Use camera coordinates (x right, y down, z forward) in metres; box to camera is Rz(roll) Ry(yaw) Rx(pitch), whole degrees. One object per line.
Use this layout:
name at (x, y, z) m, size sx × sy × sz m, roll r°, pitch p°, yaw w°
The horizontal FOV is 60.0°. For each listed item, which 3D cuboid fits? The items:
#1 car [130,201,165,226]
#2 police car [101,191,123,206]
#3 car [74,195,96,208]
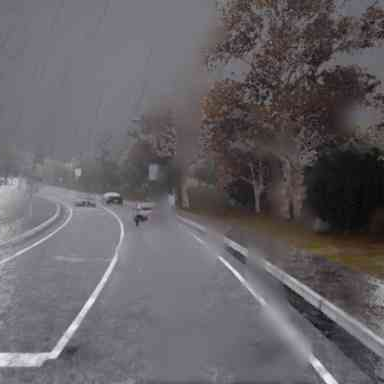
car at (-3.019, 1.342, 22.257) m, size 2.128 × 1.511 × 4.902 m, roll 1°, pitch 1°, yaw -14°
police car at (-9.933, 0.733, 40.962) m, size 1.930 × 1.638 × 5.238 m, roll 1°, pitch 2°, yaw -26°
car at (-11.474, 0.967, 35.529) m, size 1.994 × 1.385 × 4.181 m, roll 1°, pitch 2°, yaw -24°
